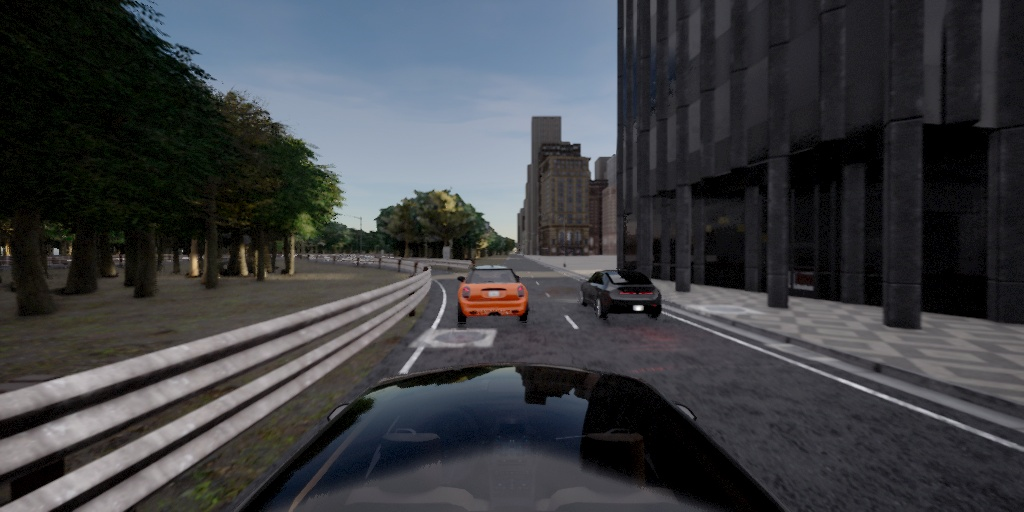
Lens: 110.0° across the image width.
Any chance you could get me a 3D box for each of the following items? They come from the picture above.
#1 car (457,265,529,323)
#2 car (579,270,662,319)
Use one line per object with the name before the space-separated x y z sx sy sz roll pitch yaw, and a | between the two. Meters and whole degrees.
car | -0.777 1.095 12.303 2.097 1.767 4.553 0 0 -7
car | 3.636 1.237 12.702 1.837 1.490 4.892 0 0 0
